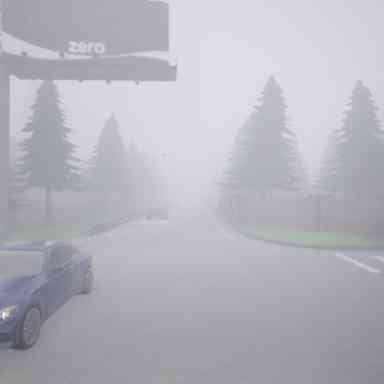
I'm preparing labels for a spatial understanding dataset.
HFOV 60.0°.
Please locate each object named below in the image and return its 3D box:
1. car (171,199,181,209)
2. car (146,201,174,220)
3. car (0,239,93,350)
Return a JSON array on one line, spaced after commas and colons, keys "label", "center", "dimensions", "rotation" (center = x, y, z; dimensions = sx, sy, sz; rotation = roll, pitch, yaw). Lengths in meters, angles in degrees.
[{"label": "car", "center": [-2.929, 2.023, 57.723], "dimensions": [2.128, 1.511, 4.902], "rotation": [0, -1, 1]}, {"label": "car", "center": [-3.178, 1.896, 31.869], "dimensions": [2.033, 1.411, 5.357], "rotation": [0, -1, 1]}, {"label": "car", "center": [-3.420, 1.769, 6.831], "dimensions": [1.812, 1.442, 4.674], "rotation": [0, 0, 1]}]
